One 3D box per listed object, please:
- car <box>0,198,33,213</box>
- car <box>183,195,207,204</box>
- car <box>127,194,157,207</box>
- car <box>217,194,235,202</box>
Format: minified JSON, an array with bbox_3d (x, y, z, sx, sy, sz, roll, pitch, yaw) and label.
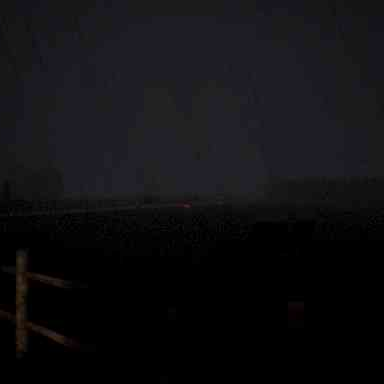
[{"bbox_3d":[-18.022,1.346,32.155,1.882,1.535,5.008,0,0,35],"label":"car"},{"bbox_3d":[0.555,1.227,54.052,1.837,1.490,4.892,0,0,35],"label":"car"},{"bbox_3d":[-7.173,1.137,47.911,2.097,1.767,4.553,0,0,35],"label":"car"},{"bbox_3d":[6.418,1.174,62.665,1.837,1.490,4.892,0,0,35],"label":"car"}]
